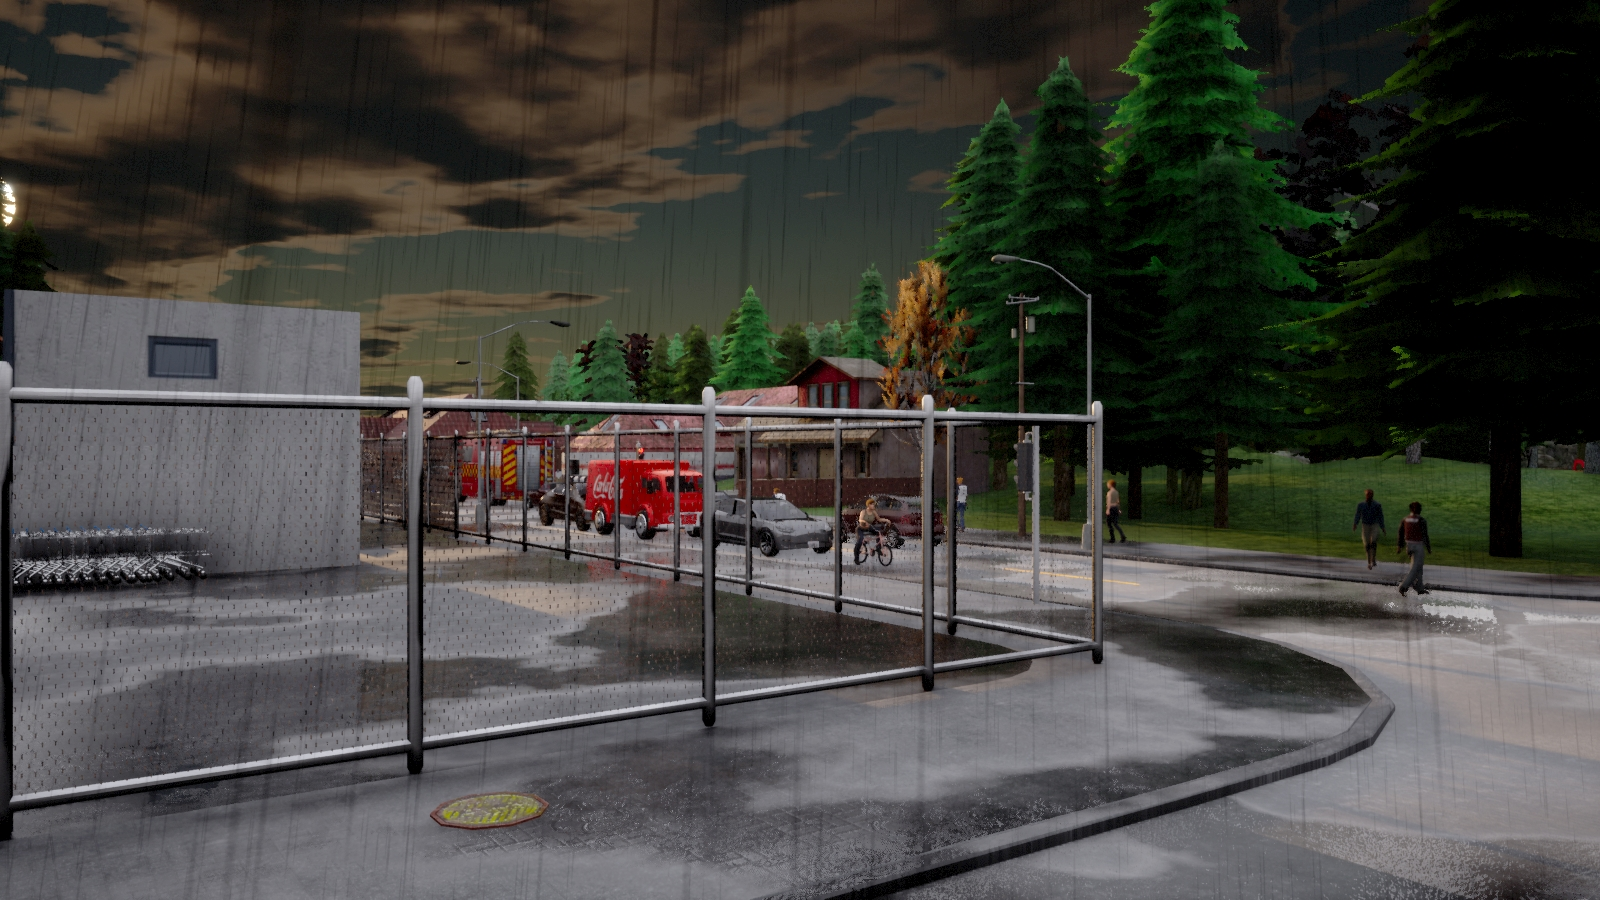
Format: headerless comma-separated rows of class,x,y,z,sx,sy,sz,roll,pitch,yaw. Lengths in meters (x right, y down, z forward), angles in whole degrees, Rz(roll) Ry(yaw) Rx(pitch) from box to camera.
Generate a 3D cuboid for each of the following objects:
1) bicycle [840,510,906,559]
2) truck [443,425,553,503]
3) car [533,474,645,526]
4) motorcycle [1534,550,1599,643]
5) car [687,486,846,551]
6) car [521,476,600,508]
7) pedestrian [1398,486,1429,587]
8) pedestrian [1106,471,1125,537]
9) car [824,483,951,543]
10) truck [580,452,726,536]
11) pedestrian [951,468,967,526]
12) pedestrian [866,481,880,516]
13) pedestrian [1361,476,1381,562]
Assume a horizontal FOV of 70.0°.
bicycle,1.773,2.033,27.810,0.859,1.080,1.487,0,0,-35
truck,-16.070,0.667,60.303,2.891,3.827,8.468,0,0,-35
car,-7.756,1.772,41.538,2.152,1.651,5.027,0,0,-34
motorcycle,11.116,1.990,15.344,2.033,1.145,0.803,0,0,25
car,-1.029,1.840,31.812,2.163,1.488,4.792,0,0,-35
car,-11.268,1.931,53.453,1.895,1.301,4.718,0,0,-35
pedestrian,11.595,1.625,21.589,0.375,1.860,0.375,0,0,-28
pedestrian,8.986,1.522,32.586,0.375,1.860,0.375,0,0,-37
car,2.525,1.803,33.682,1.789,1.549,3.705,0,0,-35
truck,-4.910,1.336,37.383,2.627,2.467,5.204,0,0,-35
pedestrian,5.198,1.520,37.299,0.375,1.860,0.375,0,0,-24
pedestrian,2.733,1.801,42.708,0.375,1.300,0.375,0,0,-32
pedestrian,12.669,1.520,25.347,0.375,1.860,0.375,0,0,32
